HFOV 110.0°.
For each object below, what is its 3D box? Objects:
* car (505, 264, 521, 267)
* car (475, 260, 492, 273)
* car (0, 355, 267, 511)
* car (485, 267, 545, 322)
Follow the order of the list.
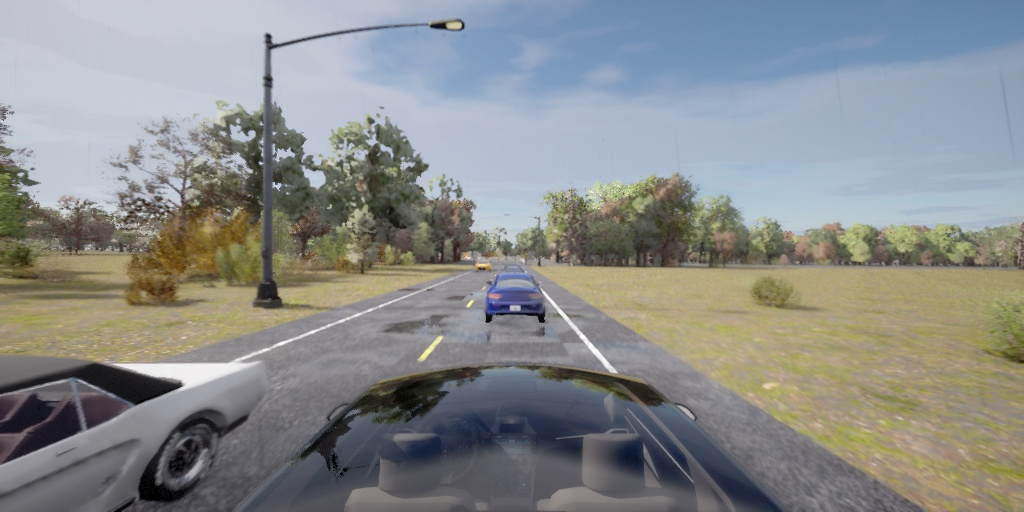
[{"bbox_3d":[0.083,1.332,27.969,1.994,1.385,4.181,0,0,0],"label":"car"},{"bbox_3d":[-3.607,1.260,45.402,1.882,1.535,5.008,0,0,0],"label":"car"},{"bbox_3d":[-3.601,1.351,1.656,1.895,1.301,4.718,0,0,0],"label":"car"},{"bbox_3d":[0.091,1.283,12.248,1.812,1.442,4.674,0,0,0],"label":"car"}]
